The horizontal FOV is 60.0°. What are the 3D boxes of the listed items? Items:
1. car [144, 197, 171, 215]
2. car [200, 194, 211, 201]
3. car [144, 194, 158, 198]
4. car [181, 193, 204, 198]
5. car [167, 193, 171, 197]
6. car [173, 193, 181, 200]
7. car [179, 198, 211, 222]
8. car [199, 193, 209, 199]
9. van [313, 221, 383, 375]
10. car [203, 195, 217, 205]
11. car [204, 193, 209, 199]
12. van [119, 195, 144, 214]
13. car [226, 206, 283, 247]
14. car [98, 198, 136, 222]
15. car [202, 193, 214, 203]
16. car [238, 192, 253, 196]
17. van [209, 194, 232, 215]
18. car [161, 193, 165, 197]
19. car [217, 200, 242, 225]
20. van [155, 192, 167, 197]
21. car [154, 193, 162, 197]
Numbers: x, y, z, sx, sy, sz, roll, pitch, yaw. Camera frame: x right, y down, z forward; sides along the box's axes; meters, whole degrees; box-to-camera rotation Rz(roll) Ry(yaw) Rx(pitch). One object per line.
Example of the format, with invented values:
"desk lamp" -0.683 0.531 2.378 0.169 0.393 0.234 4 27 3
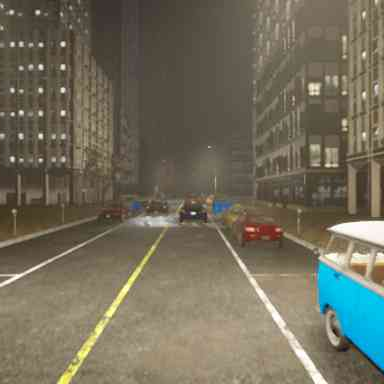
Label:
"car" -3.104 1.394 31.047 1.895 1.301 4.718 0 0 0
"car" 2.690 1.053 67.311 1.887 1.381 4.507 1 0 0
"car" -5.688 1.271 40.746 2.008 1.369 4.403 1 0 0
"car" 0.095 1.070 40.896 2.097 1.767 4.553 0 0 0
"car" -5.804 1.000 77.934 1.802 1.307 4.206 1 0 0
"car" -3.009 0.902 71.540 1.837 1.490 4.892 0 0 0
"car" 0.098 1.404 24.410 1.994 1.385 4.181 0 0 0
"car" 2.800 0.969 77.935 2.008 1.369 4.403 1 1 0
"van" 2.698 1.319 3.541 1.690 1.788 3.998 0 0 0
"car" 2.692 1.181 51.370 1.887 1.381 4.507 1 0 0
"car" 2.692 1.202 46.226 1.752 1.417 4.829 1 0 0
"van" -5.685 1.141 30.120 1.690 1.788 3.998 1 0 0
"car" 2.695 1.492 14.172 1.802 1.307 4.206 1 0 0
"car" -5.687 1.383 24.809 1.887 1.381 4.507 1 0 0
"car" 2.692 1.035 56.683 1.967 1.590 4.097 1 0 0
"car" 15.104 0.695 93.436 4.507 1.381 1.887 0 0 1
"van" 2.696 1.141 30.113 1.690 1.788 3.998 1 0 0
"car" -5.689 1.219 51.372 1.802 1.307 4.206 1 0 0
"car" 2.695 1.399 19.654 1.752 1.417 4.829 1 0 0
"van" -5.688 0.936 56.685 1.690 1.788 3.998 1 0 0
"car" -5.688 1.229 46.060 2.008 1.369 4.403 1 0 0
